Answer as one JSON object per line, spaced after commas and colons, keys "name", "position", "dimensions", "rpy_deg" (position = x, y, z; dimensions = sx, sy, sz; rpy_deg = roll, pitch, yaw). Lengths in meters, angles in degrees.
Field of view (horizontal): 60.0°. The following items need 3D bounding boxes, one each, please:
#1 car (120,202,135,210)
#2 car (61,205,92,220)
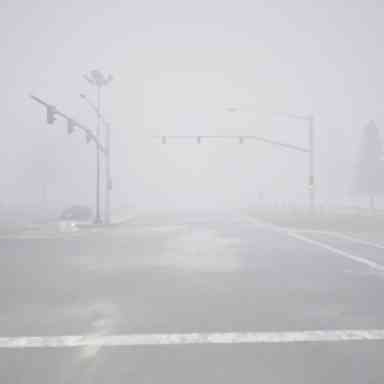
{"name": "car", "position": [-11.490, 2.408, 59.609], "dimensions": [2.033, 1.411, 5.357], "rpy_deg": [0, -1, 0]}
{"name": "car", "position": [-11.496, 2.030, 33.338], "dimensions": [2.128, 1.511, 4.902], "rpy_deg": [0, 0, 0]}
